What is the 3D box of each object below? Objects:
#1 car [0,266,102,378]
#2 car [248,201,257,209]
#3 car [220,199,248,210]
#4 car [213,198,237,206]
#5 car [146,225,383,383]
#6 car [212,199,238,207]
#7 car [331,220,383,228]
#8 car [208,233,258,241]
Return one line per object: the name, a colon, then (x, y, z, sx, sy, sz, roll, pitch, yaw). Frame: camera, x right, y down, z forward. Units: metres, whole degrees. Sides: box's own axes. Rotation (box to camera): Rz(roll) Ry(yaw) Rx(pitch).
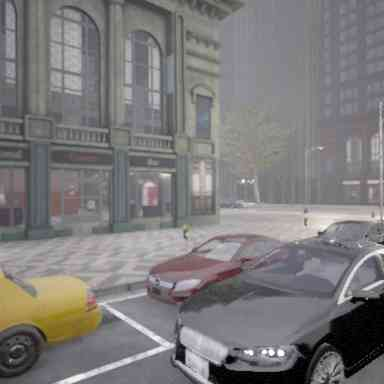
car: (-3.587, 1.576, 3.987, 4.829, 1.417, 1.752, 0, -1, -38)
car: (8.575, 2.018, 54.461, 1.812, 1.442, 4.674, 0, 0, -38)
car: (5.925, 1.984, 52.568, 1.882, 1.535, 5.008, 0, 0, -38)
car: (6.690, 2.081, 67.503, 1.882, 1.535, 5.008, 0, -1, -38)
car: (1.971, 1.523, 4.970, 4.902, 1.511, 2.128, 0, -1, -38)
car: (6.239, 2.052, 62.817, 1.882, 1.535, 5.008, 0, 0, -38)
car: (5.405, 1.627, 11.065, 4.313, 1.339, 1.947, 0, -1, -38)
car: (0.976, 1.638, 7.579, 4.206, 1.307, 1.802, 0, -1, -38)
